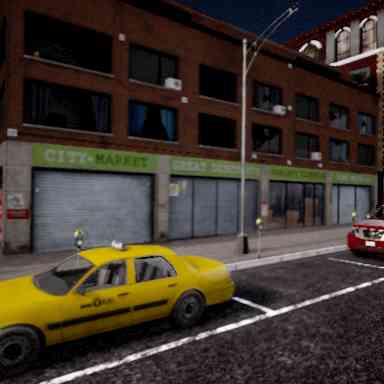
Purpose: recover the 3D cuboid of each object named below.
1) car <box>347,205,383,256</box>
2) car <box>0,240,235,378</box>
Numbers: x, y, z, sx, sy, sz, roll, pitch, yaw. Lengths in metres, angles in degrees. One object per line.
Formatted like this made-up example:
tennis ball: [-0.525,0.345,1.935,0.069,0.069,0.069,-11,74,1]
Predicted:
car: [7.746,1.339,12.066,5.009,1.841,2.192,0,1,-35]
car: [-1.464,1.529,5.502,4.829,1.417,1.752,0,1,-35]
